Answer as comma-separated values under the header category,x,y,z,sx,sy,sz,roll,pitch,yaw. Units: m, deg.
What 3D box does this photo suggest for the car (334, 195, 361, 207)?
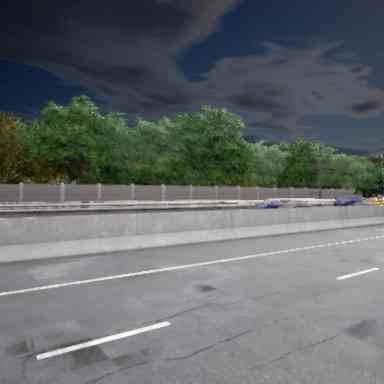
category,x,y,z,sx,sy,sz,roll,pitch,yaw
car,24.315,1.470,51.375,5.566,2.045,2.150,0,0,-35

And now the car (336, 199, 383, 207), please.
category,x,y,z,sx,sy,sz,roll,pitch,yaw
car,16.662,1.728,33.070,4.181,1.385,1.994,0,0,-35

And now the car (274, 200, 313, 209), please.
category,x,y,z,sx,sy,sz,roll,pitch,yaw
car,12.006,1.686,38.347,4.674,1.442,1.812,0,0,-35

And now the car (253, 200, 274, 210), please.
category,x,y,z,sx,sy,sz,roll,pitch,yaw
car,9.620,1.683,40.952,4.674,1.442,1.812,0,0,-35

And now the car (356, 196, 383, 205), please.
category,x,y,z,sx,sy,sz,roll,pitch,yaw
car,26.505,1.728,48.648,5.008,1.535,1.882,0,0,-35
